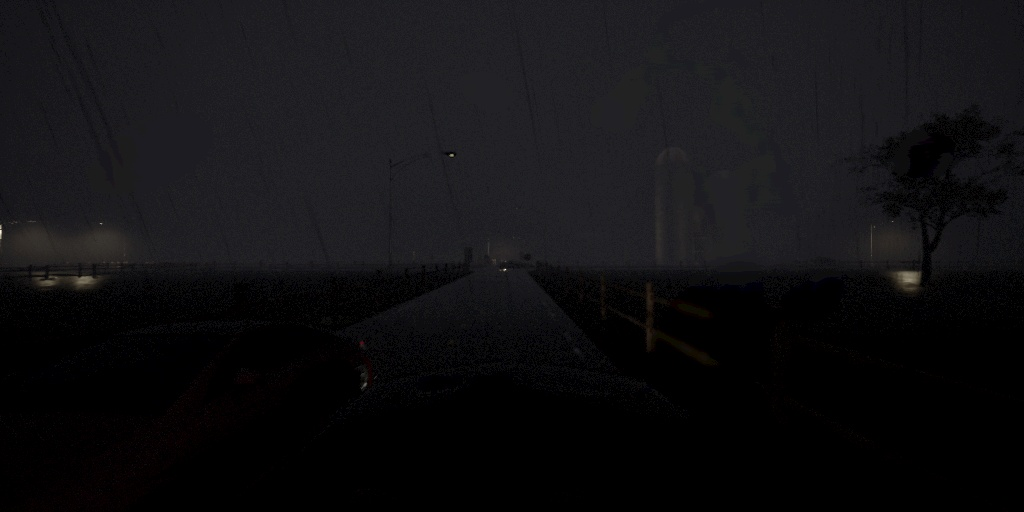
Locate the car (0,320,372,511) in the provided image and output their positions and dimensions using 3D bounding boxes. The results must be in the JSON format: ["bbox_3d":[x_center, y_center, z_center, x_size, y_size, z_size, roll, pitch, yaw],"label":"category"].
[{"bbox_3d":[-2.851,1.314,3.098,1.994,1.385,4.181,0,0,0],"label":"car"}]

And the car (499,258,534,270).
[{"bbox_3d":[0.699,1.390,54.903,5.357,1.411,2.033,0,0,0],"label":"car"}]

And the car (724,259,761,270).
[{"bbox_3d":[35.267,1.269,54.840,5.008,1.535,1.882,0,0,0],"label":"car"}]
